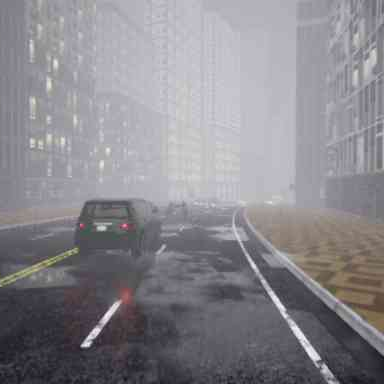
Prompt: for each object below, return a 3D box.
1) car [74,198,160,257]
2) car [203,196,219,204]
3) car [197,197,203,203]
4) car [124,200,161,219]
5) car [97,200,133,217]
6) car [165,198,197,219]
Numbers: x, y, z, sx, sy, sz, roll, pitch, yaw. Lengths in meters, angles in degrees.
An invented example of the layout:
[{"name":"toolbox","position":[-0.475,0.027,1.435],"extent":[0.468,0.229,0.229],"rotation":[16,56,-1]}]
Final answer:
[{"name":"car","position":[-2.676,1.236,13.132],"extent":[2.150,2.045,5.566],"rotation":[0,0,3]},{"name":"car","position":[4.422,1.649,70.184],"extent":[1.837,1.490,4.892],"rotation":[0,0,17]},{"name":"car","position":[1.768,1.709,72.550],"extent":[1.994,1.385,4.181],"rotation":[0,0,17]},{"name":"car","position":[-4.425,1.533,30.546],"extent":[2.128,1.511,4.902],"rotation":[0,0,8]},{"name":"car","position":[-7.424,1.539,32.590],"extent":[1.837,1.490,4.892],"rotation":[0,0,8]},{"name":"car","position":[-1.103,1.544,29.424],"extent":[2.128,1.511,4.902],"rotation":[0,0,7]}]
